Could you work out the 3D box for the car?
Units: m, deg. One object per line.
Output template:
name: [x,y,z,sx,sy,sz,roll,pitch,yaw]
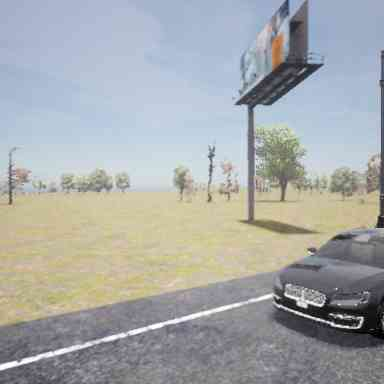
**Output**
car: [3.701,1.530,6.685,4.892,1.490,1.837,0,0,-36]
